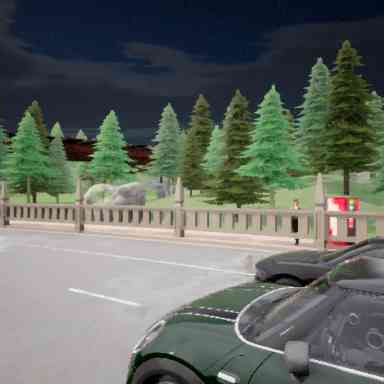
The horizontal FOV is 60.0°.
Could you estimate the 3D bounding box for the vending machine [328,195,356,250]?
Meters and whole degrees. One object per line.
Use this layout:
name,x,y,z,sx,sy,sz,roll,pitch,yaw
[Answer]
vending machine,6.079,1.195,13.466,0.880,2.100,1.100,0,0,33

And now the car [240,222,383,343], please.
car,3.506,1.477,5.610,5.008,1.535,1.882,0,0,35

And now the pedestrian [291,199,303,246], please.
pedestrian,4.089,1.142,12.991,0.375,1.860,0.375,0,0,33

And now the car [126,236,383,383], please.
car,1.591,1.352,2.652,4.553,1.767,2.097,0,0,35
